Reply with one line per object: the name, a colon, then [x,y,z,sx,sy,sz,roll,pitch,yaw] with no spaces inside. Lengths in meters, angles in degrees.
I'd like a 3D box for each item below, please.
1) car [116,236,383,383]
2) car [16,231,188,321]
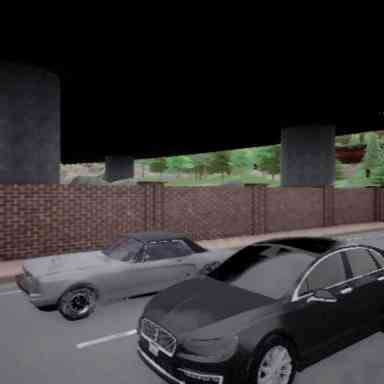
car: [1.556,1.502,5.087,4.892,1.490,1.837,0,0,-35]
car: [-1.214,1.597,7.384,4.718,1.301,1.895,0,0,-35]
